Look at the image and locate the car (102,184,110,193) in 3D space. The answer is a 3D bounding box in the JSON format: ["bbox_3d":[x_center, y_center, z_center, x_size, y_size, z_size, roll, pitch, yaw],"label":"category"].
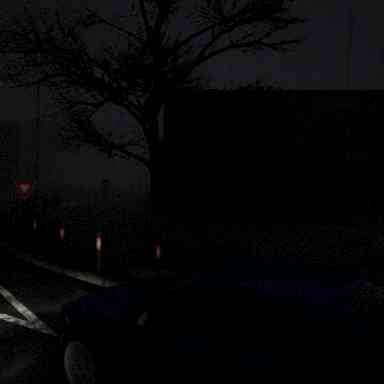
[{"bbox_3d":[-20.681,-0.610,70.814,4.892,1.521,2.231,2,2,18],"label":"car"}]

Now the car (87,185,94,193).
[{"bbox_3d":[-22.342,-0.450,65.553,4.674,1.452,2.002,2,2,18],"label":"car"}]

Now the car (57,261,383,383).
[{"bbox_3d":[0.621,1.482,3.396,5.008,1.535,1.882,0,0,36],"label":"car"}]

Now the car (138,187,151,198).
[{"bbox_3d":[-5.395,0.428,52.475,4.792,1.488,2.163,2,2,18],"label":"car"}]

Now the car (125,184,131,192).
[{"bbox_3d":[-17.998,-0.803,78.638,5.366,1.575,1.946,2,2,18],"label":"car"}]

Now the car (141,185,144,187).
[{"bbox_3d":[-15.701,-1.127,86.582,4.553,1.767,2.185,2,2,18],"label":"car"}]

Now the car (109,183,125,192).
[{"bbox_3d":[-19.028,-0.993,76.067,5.566,2.045,2.435,2,2,18],"label":"car"}]

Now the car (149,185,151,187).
[{"bbox_3d":[-13.974,-1.250,91.819,4.553,1.767,2.185,2,2,18],"label":"car"}]

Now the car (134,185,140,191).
[{"bbox_3d":[-16.513,-0.937,83.951,5.008,1.535,2.097,2,2,18],"label":"car"}]

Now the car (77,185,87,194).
[{"bbox_3d":[-23.181,-0.432,62.927,5.008,1.535,2.097,2,2,18],"label":"car"}]

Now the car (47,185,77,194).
[{"bbox_3d":[-23.978,-0.502,60.280,4.553,1.767,2.185,2,2,18],"label":"car"}]

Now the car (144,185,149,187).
[{"bbox_3d":[-14.867,-1.190,89.209,4.553,1.767,2.185,2,2,18],"label":"car"}]

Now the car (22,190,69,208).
[{"bbox_3d":[-14.462,0.792,32.739,1.895,1.301,4.718,2,1,6],"label":"car"}]

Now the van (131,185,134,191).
[{"bbox_3d":[-17.224,-1.093,81.279,4.442,1.987,1.878,2,2,18],"label":"van"}]

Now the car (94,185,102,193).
[{"bbox_3d":[-21.477,-0.673,68.167,4.553,1.767,2.185,2,2,18],"label":"car"}]

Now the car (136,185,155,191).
[{"bbox_3d":[-13.169,-1.185,94.457,4.892,1.521,2.231,2,2,18],"label":"car"}]
